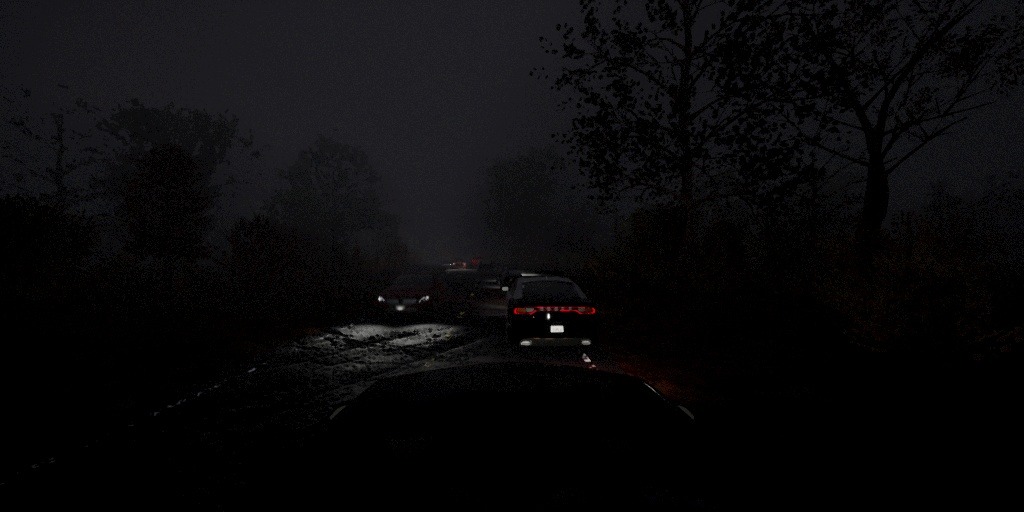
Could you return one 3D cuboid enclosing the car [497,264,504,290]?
[{"bbox_3d":[0.312,1.275,19.311,1.812,1.442,4.674,0,0,-4],"label":"car"}]

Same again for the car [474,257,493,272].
[{"bbox_3d":[-3.581,1.223,47.117,1.882,1.535,5.008,0,0,-9],"label":"car"}]

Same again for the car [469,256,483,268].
[{"bbox_3d":[-5.994,0.965,60.674,2.150,2.045,5.566,0,0,-12],"label":"car"}]

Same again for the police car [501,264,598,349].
[{"bbox_3d":[0.774,1.175,9.352,1.930,1.638,5.238,0,0,-2],"label":"police car"}]

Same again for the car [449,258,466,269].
[{"bbox_3d":[-8.178,1.098,55.037,2.097,1.767,4.553,0,0,-11],"label":"car"}]

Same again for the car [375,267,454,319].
[{"bbox_3d":[-3.416,1.275,12.988,1.812,1.442,4.674,0,0,-2],"label":"car"}]
